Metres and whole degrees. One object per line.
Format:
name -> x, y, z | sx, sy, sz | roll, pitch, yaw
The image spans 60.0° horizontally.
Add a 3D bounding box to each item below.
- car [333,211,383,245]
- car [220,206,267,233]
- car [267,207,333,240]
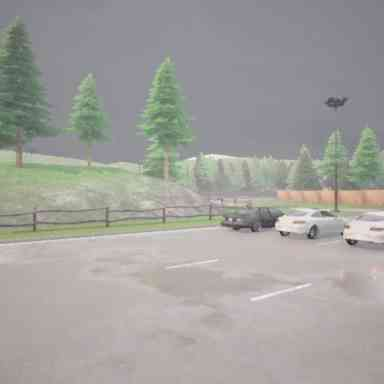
car -> 8.263, 1.531, 14.120 | 4.674, 1.442, 1.812 | 0, 0, -36
car -> 4.169, 1.561, 19.798 | 5.357, 1.411, 2.033 | 0, 0, -36
car -> 6.216, 1.531, 16.959 | 4.674, 1.442, 1.812 | 0, 0, -36
